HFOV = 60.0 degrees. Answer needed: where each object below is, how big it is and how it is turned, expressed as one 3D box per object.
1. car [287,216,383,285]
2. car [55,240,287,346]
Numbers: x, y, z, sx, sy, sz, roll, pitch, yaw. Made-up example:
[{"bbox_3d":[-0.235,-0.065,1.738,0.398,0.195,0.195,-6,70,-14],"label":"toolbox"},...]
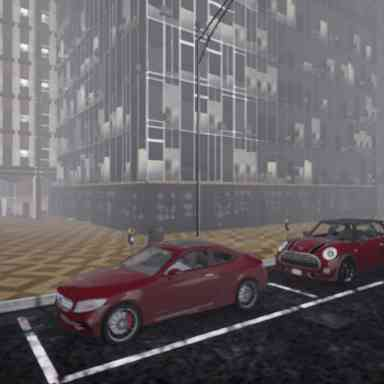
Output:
[{"bbox_3d":[4.288,1.525,9.622,4.097,1.590,1.967,1,-1,-35],"label":"car"},{"bbox_3d":[-0.341,1.613,6.323,4.206,1.307,1.802,1,-1,-35],"label":"car"}]
